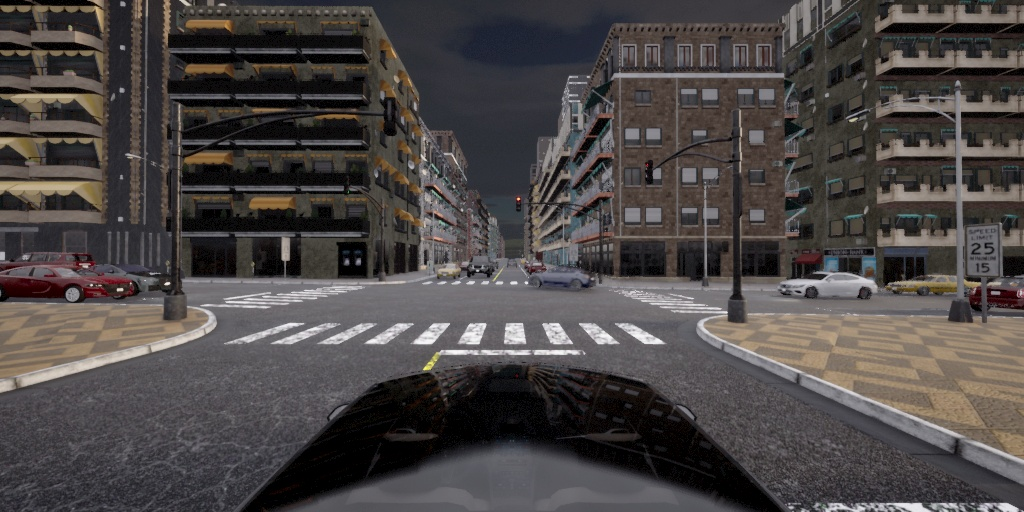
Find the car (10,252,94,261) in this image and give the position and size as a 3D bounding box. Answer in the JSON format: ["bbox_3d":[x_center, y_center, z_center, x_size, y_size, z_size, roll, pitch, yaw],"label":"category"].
[{"bbox_3d":[-28.641,0.686,21.998,5.009,1.841,2.192,0,0,0],"label":"car"}]

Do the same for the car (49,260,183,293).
[{"bbox_3d":[-17.674,1.049,16.290,4.181,1.385,1.994,1,-1,-1],"label":"car"}]

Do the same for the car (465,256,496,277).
[{"bbox_3d":[-3.091,0.979,35.247,2.150,2.045,5.566,0,0,0],"label":"car"}]

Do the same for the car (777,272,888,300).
[{"bbox_3d":[17.301,1.589,19.751,4.674,1.442,1.812,0,-1,0],"label":"car"}]

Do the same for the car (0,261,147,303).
[{"bbox_3d":[-17.259,1.012,13.700,4.507,1.381,1.888,0,0,0],"label":"car"}]

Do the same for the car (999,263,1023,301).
[{"bbox_3d":[31.203,1.502,19.845,5.566,2.045,2.150,1,-1,0],"label":"car"}]

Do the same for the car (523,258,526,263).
[{"bbox_3d":[2.703,1.200,43.870,1.967,1.591,4.097,0,0,0],"label":"car"}]

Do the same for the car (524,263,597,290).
[{"bbox_3d":[3.112,1.321,22.263,4.181,1.385,1.994,0,0,35],"label":"car"}]

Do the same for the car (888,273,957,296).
[{"bbox_3d":[26.252,1.754,22.364,4.829,1.417,1.751,0,0,0],"label":"car"}]

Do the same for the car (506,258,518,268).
[{"bbox_3d":[0.018,1.259,63.775,2.128,1.511,4.902,0,0,0],"label":"car"}]

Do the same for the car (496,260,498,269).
[{"bbox_3d":[-3.087,1.266,45.552,1.837,1.490,4.892,0,0,0],"label":"car"}]

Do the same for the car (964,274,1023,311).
[{"bbox_3d":[20.838,1.500,14.011,4.097,1.591,1.967,0,0,0],"label":"car"}]

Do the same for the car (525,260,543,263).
[{"bbox_3d":[2.701,1.303,38.346,1.888,1.381,4.507,0,0,0],"label":"car"}]

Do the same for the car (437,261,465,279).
[{"bbox_3d":[-5.681,1.282,32.669,1.751,1.417,4.829,0,0,0],"label":"car"}]

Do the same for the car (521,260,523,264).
[{"bbox_3d":[2.706,1.346,54.917,1.802,1.307,4.207,0,0,0],"label":"car"}]
